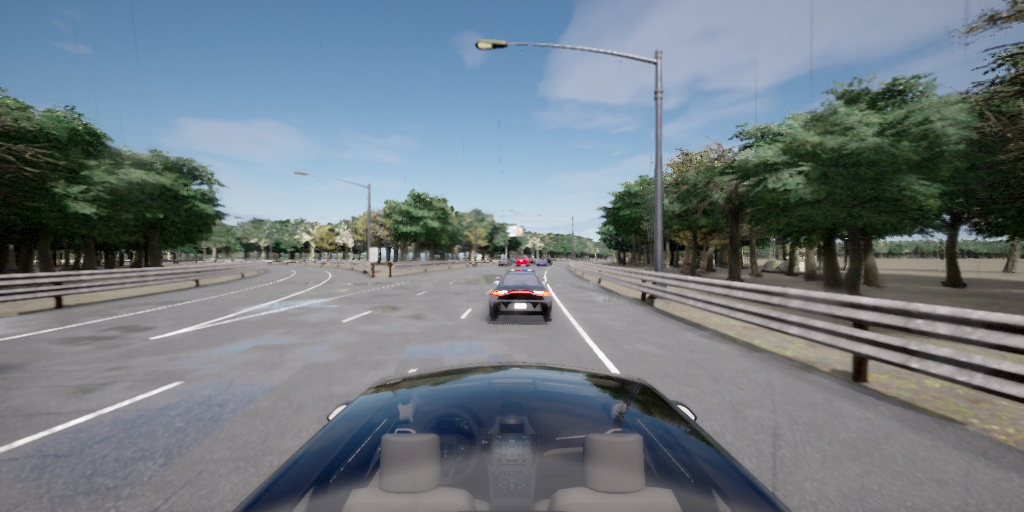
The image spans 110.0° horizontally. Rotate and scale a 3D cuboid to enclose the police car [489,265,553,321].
[{"bbox_3d":[0.315,1.256,12.697,2.038,1.542,4.974,0,0,2],"label":"police car"}]
